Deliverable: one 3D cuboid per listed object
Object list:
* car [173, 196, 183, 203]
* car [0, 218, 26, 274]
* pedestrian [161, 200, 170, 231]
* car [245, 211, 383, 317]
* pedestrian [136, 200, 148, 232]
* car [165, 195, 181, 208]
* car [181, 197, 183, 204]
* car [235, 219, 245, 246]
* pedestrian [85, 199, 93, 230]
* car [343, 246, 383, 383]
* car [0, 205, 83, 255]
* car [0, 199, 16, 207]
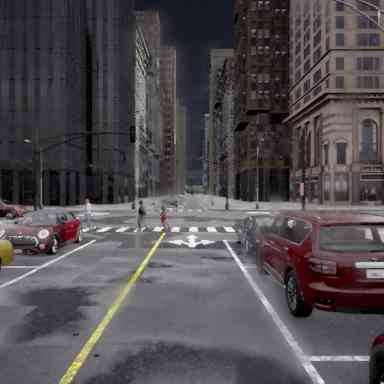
[{"bbox_3d":[-2.851,1.606,68.580,1.895,1.301,4.718,0,0,1],"label":"car"},{"bbox_3d":[-5.767,1.525,7.217,1.752,1.417,4.829,0,0,0],"label":"car"},{"bbox_3d":[-1.590,1.297,19.074,0.375,1.860,0.375,0,0,0],"label":"pedestrian"},{"bbox_3d":[2.758,1.314,7.389,2.192,1.841,5.009,0,0,0],"label":"car"},{"bbox_3d":[-2.773,1.292,18.470,0.375,1.860,0.375,0,0,0],"label":"pedestrian"},{"bbox_3d":[-2.983,1.547,48.265,2.033,1.411,5.357,0,0,-1],"label":"car"},{"bbox_3d":[-2.936,1.354,58.388,2.097,1.767,4.553,0,0,0],"label":"car"},{"bbox_3d":[2.758,1.550,12.991,2.008,1.369,4.403,0,0,0],"label":"car"},{"bbox_3d":[-6.110,1.295,19.670,0.375,1.860,0.375,0,0,0],"label":"pedestrian"},{"bbox_3d":[2.759,1.440,1.787,1.967,1.590,4.097,0,0,0],"label":"car"},{"bbox_3d":[-5.768,1.439,12.989,1.967,1.590,4.097,0,0,0],"label":"car"},{"bbox_3d":[-16.340,1.398,28.385,4.553,1.767,2.097,0,0,0],"label":"car"}]
